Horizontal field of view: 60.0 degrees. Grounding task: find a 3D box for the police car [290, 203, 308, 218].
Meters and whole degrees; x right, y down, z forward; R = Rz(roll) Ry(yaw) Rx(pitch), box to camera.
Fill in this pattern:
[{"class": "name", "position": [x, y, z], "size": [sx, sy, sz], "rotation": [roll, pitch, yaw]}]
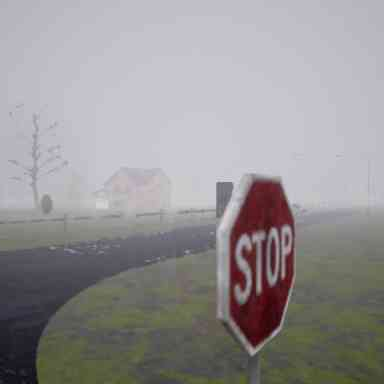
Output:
[{"class": "police car", "position": [11.741, 2.090, 38.118], "size": [1.930, 1.638, 5.238], "rotation": [0, -1, 35]}]
